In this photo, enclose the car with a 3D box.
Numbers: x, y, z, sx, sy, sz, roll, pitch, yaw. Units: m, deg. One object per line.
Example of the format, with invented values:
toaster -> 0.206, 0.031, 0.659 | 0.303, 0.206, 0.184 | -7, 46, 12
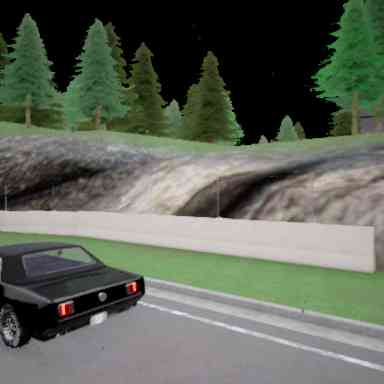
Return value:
car -> -3.195, 1.615, 6.309 | 4.718, 1.301, 1.895 | 0, 0, 36
